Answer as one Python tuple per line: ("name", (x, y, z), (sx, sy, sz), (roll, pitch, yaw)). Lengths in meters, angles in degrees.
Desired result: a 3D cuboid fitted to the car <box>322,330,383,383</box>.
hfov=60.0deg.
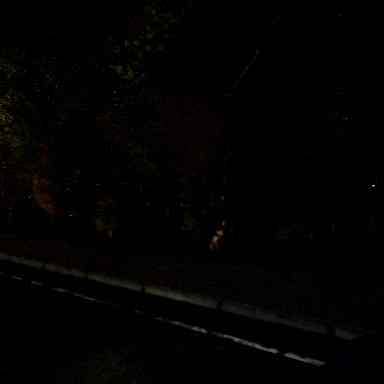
("car", (3.184, 1.468, 1.417), (5.008, 1.535, 1.882), (0, 0, 36))
